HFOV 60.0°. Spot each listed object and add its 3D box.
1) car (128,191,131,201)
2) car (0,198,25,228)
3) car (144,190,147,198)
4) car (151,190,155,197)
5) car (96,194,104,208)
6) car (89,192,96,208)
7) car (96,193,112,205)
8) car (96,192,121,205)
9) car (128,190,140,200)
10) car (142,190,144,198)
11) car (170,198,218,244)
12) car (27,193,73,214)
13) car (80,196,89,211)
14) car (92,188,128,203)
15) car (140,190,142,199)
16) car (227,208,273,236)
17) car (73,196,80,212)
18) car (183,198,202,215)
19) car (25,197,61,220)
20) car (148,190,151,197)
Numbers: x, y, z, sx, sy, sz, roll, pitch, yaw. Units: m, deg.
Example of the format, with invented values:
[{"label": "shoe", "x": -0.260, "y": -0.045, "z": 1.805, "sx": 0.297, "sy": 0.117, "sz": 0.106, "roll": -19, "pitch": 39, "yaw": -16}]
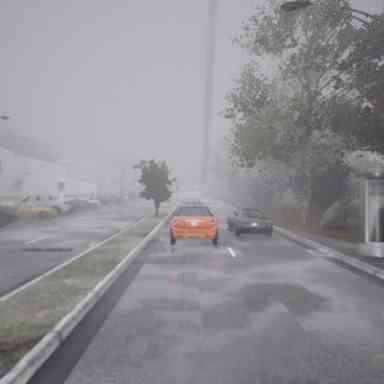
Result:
[{"label": "car", "x": -13.674, "y": 1.066, "z": 56.821, "sx": 5.366, "sy": 1.575, "sz": 1.946, "roll": -1, "pitch": 1, "yaw": -20}, {"label": "car", "x": -13.826, "y": 1.232, "z": 20.745, "sx": 5.566, "sy": 2.045, "sz": 2.435, "roll": -1, "pitch": 0, "yaw": -20}, {"label": "car", "x": -13.855, "y": 0.848, "z": 77.760, "sx": 4.892, "sy": 1.521, "sz": 2.231, "roll": -1, "pitch": 0, "yaw": -20}, {"label": "car", "x": -13.853, "y": 0.485, "z": 92.759, "sx": 5.566, "sy": 2.045, "sz": 2.435, "roll": -1, "pitch": 1, "yaw": -20}, {"label": "car", "x": -13.851, "y": 1.334, "z": 41.751, "sx": 4.674, "sy": 1.452, "sz": 2.002, "roll": -1, "pitch": 1, "yaw": -20}, {"label": "car", "x": -13.880, "y": 1.209, "z": 38.738, "sx": 4.553, "sy": 1.767, "sz": 2.185, "roll": -1, "pitch": 1, "yaw": -20}, {"label": "car", "x": -13.841, "y": 1.250, "z": 44.751, "sx": 5.008, "sy": 1.535, "sz": 2.097, "roll": -1, "pitch": 1, "yaw": -20}, {"label": "car", "x": -13.822, "y": 1.188, "z": 50.767, "sx": 4.792, "sy": 1.488, "sz": 2.163, "roll": -1, "pitch": 1, "yaw": -20}, {"label": "car", "x": -13.875, "y": 0.710, "z": 65.735, "sx": 5.566, "sy": 2.045, "sz": 2.435, "roll": -1, "pitch": 1, "yaw": -20}, {"label": "car", "x": -13.881, "y": 0.747, "z": 74.748, "sx": 4.553, "sy": 1.767, "sz": 2.185, "roll": -1, "pitch": 0, "yaw": -20}, {"label": "car", "x": 0.090, "y": 1.360, "z": 16.120, "sx": 2.097, "sy": 1.767, "sz": 4.553, "roll": 0, "pitch": 0, "yaw": 0}, {"label": "car", "x": -13.877, "y": 1.179, "z": 29.725, "sx": 5.566, "sy": 2.045, "sz": 2.435, "roll": -1, "pitch": 1, "yaw": -20}, {"label": "car", "x": -13.851, "y": 1.414, "z": 35.752, "sx": 4.674, "sy": 1.452, "sz": 2.002, "roll": -1, "pitch": 0, "yaw": -20}, {"label": "car", "x": -13.827, "y": 0.864, "z": 53.766, "sx": 5.566, "sy": 2.045, "sz": 2.435, "roll": -1, "pitch": 1, "yaw": -20}, {"label": "car", "x": -13.819, "y": 0.773, "z": 71.763, "sx": 4.553, "sy": 1.767, "sz": 2.185, "roll": -1, "pitch": 1, "yaw": -20}, {"label": "car", "x": 3.088, "y": 1.571, "z": 18.399, "sx": 1.994, "sy": 1.385, "sz": 4.181, "roll": 0, "pitch": 0, "yaw": 0}, {"label": "car", "x": -13.874, "y": 1.432, "z": 32.727, "sx": 4.792, "sy": 1.488, "sz": 2.163, "roll": -1, "pitch": 1, "yaw": -20}, {"label": "car", "x": 0.078, "y": 1.409, "z": 34.443, "sx": 1.837, "sy": 1.490, "sz": 4.892, "roll": 0, "pitch": 1, "yaw": 0}, {"label": "car", "x": -13.676, "y": 1.447, "z": 26.800, "sx": 5.366, "sy": 1.575, "sz": 1.946, "roll": -1, "pitch": 0, "yaw": -20}, {"label": "car", "x": -13.875, "y": 0.550, "z": 83.745, "sx": 5.566, "sy": 2.045, "sz": 2.435, "roll": -1, "pitch": 1, "yaw": -20}]
